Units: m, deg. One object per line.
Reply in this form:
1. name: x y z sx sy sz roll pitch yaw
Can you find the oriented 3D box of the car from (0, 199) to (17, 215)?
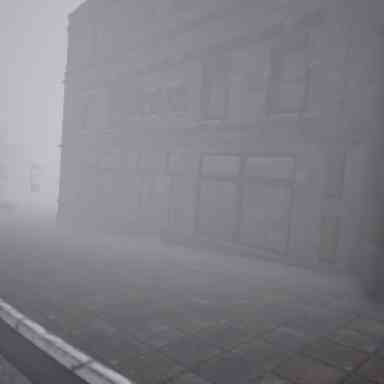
1. car: -19.376 1.393 33.546 1.882 1.535 5.008 4 -1 -8
